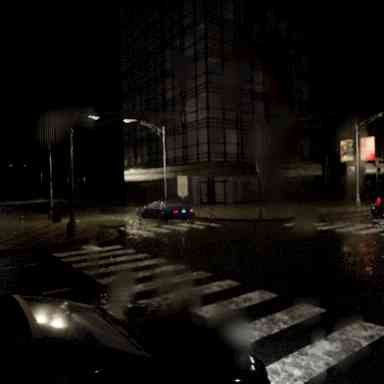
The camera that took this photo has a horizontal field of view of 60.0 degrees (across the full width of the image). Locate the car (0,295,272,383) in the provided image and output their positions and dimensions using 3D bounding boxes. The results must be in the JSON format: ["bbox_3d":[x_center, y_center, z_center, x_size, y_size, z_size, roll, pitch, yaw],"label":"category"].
[{"bbox_3d":[-1.348,1.558,2.478,4.181,1.385,1.994,-2,1,-35],"label":"car"}]

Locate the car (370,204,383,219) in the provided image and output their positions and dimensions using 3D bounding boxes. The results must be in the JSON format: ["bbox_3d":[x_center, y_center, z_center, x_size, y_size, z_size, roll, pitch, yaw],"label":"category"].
[{"bbox_3d":[13.284,0.994,21.023,4.718,1.301,1.895,-2,1,-35],"label":"car"}]

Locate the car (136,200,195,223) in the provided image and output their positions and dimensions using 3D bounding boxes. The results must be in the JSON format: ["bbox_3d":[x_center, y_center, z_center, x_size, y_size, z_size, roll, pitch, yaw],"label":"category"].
[{"bbox_3d":[-1.938,1.266,22.946,2.033,1.411,5.357,-2,1,-35],"label":"car"}]
